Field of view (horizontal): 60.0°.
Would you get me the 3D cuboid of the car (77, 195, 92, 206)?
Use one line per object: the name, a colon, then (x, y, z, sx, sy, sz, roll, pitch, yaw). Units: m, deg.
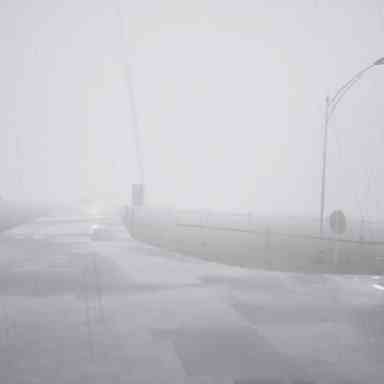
car: (-17.731, 1.340, 55.020, 2.097, 1.767, 4.553, 2, -1, -15)
